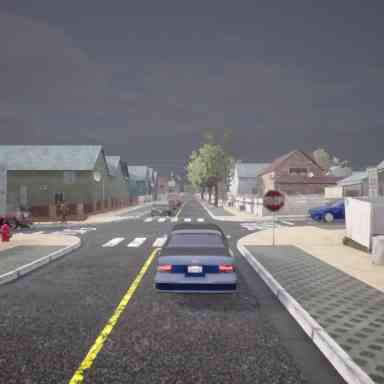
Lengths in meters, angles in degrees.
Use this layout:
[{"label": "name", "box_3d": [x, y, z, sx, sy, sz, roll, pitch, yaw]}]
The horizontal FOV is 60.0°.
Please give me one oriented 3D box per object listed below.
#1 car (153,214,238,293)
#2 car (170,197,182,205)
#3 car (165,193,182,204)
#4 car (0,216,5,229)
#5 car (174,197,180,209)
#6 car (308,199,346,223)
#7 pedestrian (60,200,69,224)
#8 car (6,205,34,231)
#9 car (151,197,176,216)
[{"label": "car", "box_3d": [0.124, 1.550, 8.988, 2.033, 1.411, 5.357, 0, 0, 2]}, {"label": "car", "box_3d": [-2.899, 1.596, 61.613, 1.895, 1.301, 4.718, 0, 0, 0]}, {"label": "car", "box_3d": [-2.931, 1.221, 51.689, 2.150, 2.045, 5.566, 0, 0, 0]}, {"label": "car", "box_3d": [-14.103, 1.813, 19.330, 4.902, 1.511, 2.128, -2, -1, -1]}, {"label": "car", "box_3d": [-2.906, 1.603, 41.762, 1.895, 1.301, 4.718, 0, 0, 0]}, {"label": "car", "box_3d": [10.378, 1.191, 22.407, 5.008, 1.535, 1.882, -2, -1, -2]}, {"label": "pedestrian", "box_3d": [-9.728, 1.462, 25.208, 0.375, 1.860, 0.375, 0, 0, 0]}, {"label": "car", "box_3d": [-13.210, 1.709, 22.264, 4.553, 1.767, 2.097, -2, -1, 0]}, {"label": "car", "box_3d": [-2.882, 1.528, 32.706, 1.812, 1.442, 4.674, 0, 0, 0]}]
